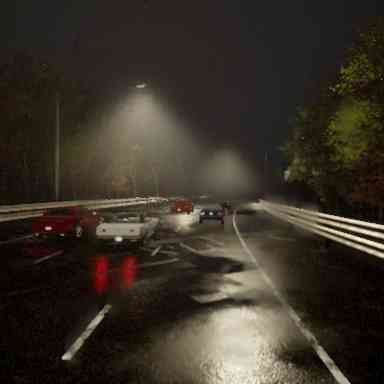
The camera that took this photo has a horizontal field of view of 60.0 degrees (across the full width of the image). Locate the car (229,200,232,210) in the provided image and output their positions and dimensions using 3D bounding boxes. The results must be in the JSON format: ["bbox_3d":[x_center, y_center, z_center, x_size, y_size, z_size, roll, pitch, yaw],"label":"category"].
[{"bbox_3d":[4.130,1.600,42.906,1.895,1.301,4.718,0,0,10],"label":"car"}]

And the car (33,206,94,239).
[{"bbox_3d":[-6.177,1.453,17.160,1.882,1.535,5.008,0,0,4],"label":"car"}]

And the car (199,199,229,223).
[{"bbox_3d":[1.586,1.544,25.383,2.033,1.411,5.357,0,0,6],"label":"car"}]

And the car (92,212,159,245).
[{"bbox_3d":[-2.794,1.588,15.595,1.895,1.301,4.718,0,0,4],"label":"car"}]

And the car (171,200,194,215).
[{"bbox_3d":[-0.903,1.505,33.719,1.812,1.442,4.674,0,0,8],"label":"car"}]
